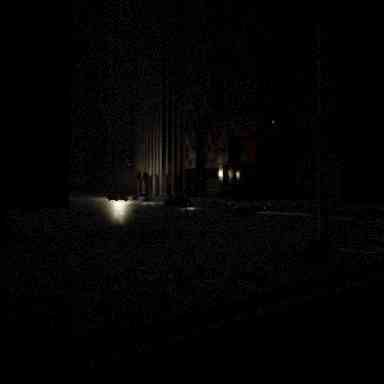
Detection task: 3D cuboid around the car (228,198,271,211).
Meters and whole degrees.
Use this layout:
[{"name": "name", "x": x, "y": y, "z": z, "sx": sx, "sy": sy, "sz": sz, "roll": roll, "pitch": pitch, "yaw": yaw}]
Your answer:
[{"name": "car", "x": 5.915, "y": 1.272, "z": 34.602, "sx": 1.895, "sy": 1.301, "sz": 4.718, "roll": 0, "pitch": 1, "yaw": -35}]

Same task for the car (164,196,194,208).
[{"name": "car", "x": -1.624, "y": 1.116, "z": 39.665, "sx": 1.994, "sy": 1.385, "sz": 4.181, "roll": 0, "pitch": 1, "yaw": -35}]

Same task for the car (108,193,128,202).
[{"name": "car", "x": -12.254, "y": 0.838, "z": 54.908, "sx": 1.882, "sy": 1.535, "sz": 5.008, "roll": 0, "pitch": 1, "yaw": -35}]

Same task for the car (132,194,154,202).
[{"name": "car", "x": -7.999, "y": 0.966, "z": 54.470, "sx": 1.895, "sy": 1.301, "sz": 4.718, "roll": 0, "pitch": 1, "yaw": -35}]
